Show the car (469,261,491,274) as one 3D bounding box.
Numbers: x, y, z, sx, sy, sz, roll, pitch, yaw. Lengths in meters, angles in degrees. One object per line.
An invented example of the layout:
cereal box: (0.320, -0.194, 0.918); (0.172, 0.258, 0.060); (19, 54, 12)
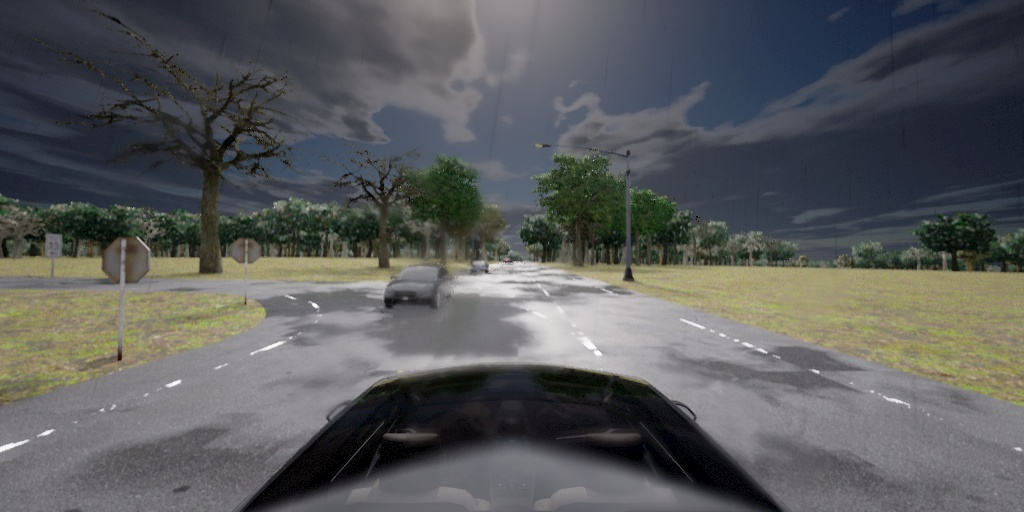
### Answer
car: (-3.509, 1.239, 39.677); (1.812, 1.442, 4.674); (0, 0, 0)

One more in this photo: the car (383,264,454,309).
car: (-3.488, 1.090, 14.171); (1.837, 1.490, 4.892); (1, 1, 0)
